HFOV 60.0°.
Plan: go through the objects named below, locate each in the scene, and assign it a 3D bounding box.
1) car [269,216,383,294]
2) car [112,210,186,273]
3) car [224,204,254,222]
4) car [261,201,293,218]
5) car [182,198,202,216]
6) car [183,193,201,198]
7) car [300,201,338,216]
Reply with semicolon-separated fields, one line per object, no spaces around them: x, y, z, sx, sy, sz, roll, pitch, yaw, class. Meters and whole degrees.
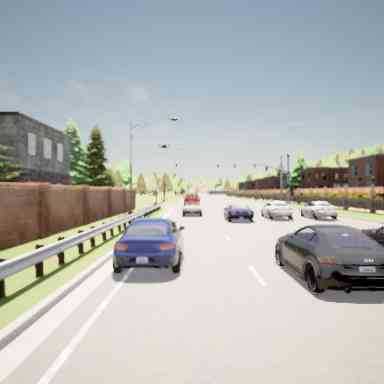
3.596;1.558;8.825;1.994;1.385;4.181;0;0;0;car
-1.229;1.518;10.497;1.812;1.442;4.674;0;0;0;car
3.590;1.583;26.321;1.895;1.301;4.718;0;0;0;car
7.075;1.508;27.931;1.812;1.442;4.674;0;0;0;car
0.037;1.579;32.565;1.895;1.301;4.718;0;0;0;car
0.006;1.194;44.305;2.150;2.045;5.566;0;0;0;car
10.575;1.508;27.893;1.812;1.442;4.674;0;0;0;car
